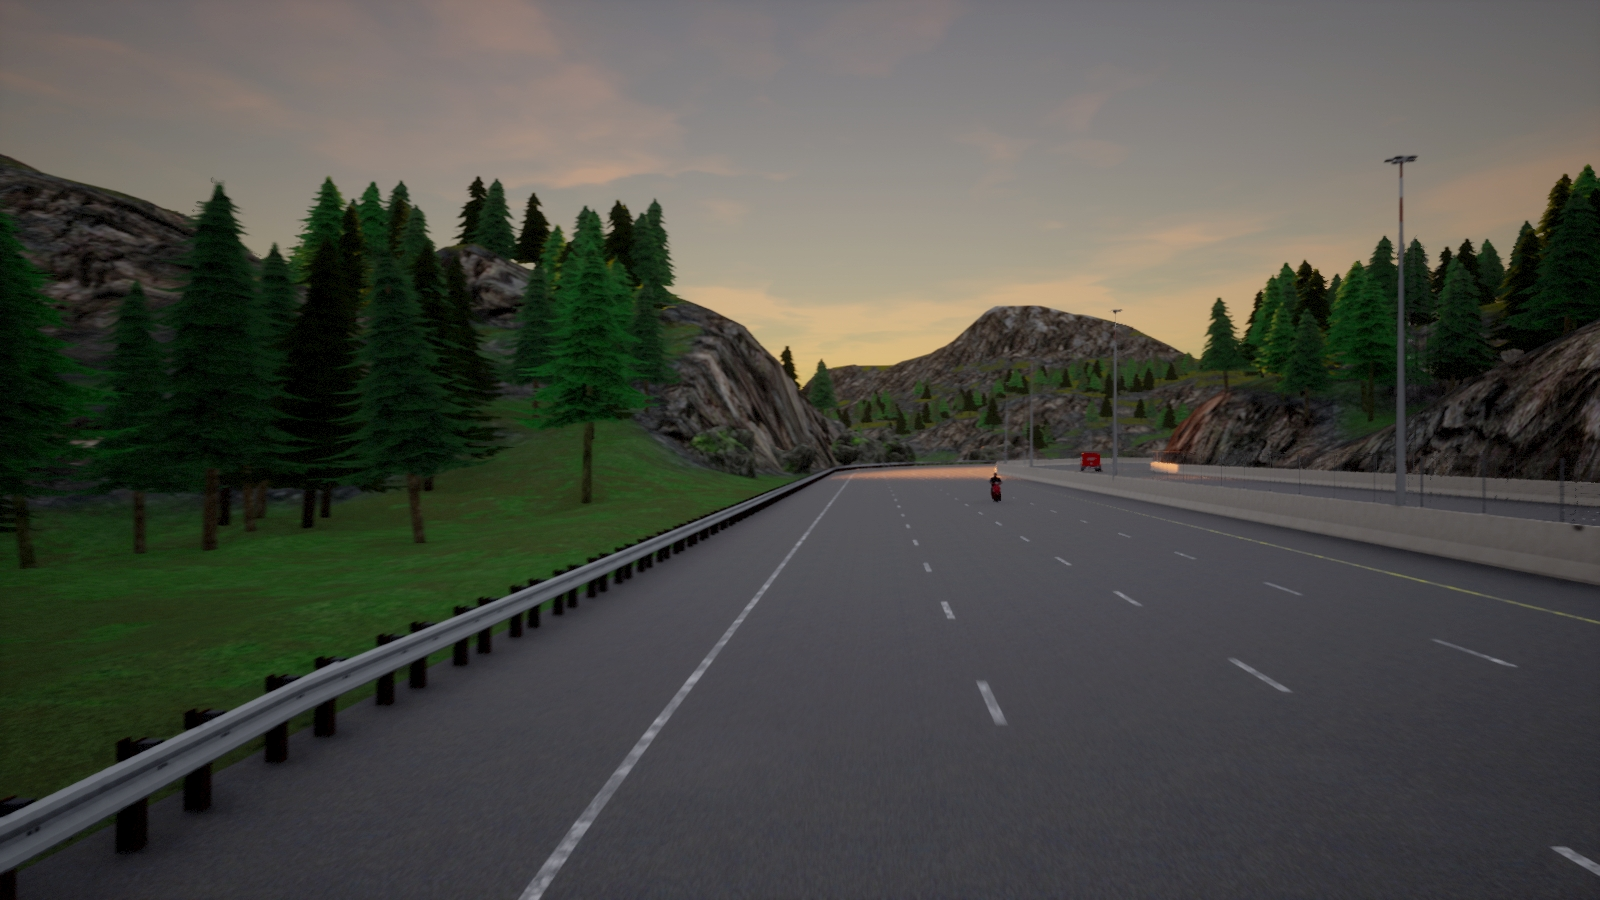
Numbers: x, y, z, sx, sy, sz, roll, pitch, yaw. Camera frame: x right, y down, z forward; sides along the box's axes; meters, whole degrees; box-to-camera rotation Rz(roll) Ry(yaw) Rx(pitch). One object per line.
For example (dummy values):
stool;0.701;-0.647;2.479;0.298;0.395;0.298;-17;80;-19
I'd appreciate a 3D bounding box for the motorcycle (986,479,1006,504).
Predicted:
motorcycle;10.428;2.195;60.894;0.856;1.236;1.805;0;0;4
